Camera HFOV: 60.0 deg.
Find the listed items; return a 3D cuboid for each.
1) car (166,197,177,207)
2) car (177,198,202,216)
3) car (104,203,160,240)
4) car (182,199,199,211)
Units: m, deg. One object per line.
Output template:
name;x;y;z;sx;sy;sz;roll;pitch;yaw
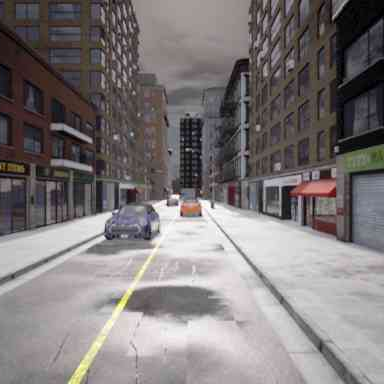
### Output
car;-3.147;1.609;53.159;1.812;1.442;4.674;0;0;0
car;-0.103;1.414;33.649;2.097;1.767;4.553;0;0;0
car;-2.919;1.389;17.074;2.097;1.767;4.553;0;0;3
car;-0.183;1.621;43.802;2.033;1.411;5.357;0;0;0
